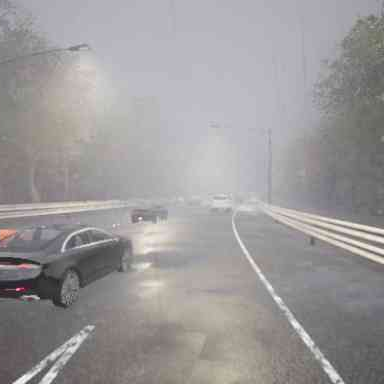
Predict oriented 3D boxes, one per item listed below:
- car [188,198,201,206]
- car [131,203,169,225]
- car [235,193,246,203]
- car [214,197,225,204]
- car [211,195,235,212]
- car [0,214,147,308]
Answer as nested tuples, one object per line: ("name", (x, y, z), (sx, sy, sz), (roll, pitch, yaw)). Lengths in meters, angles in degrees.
("car", (0.489, 1.812, 61.710), (1.994, 1.385, 4.181), (0, 0, 11))
("car", (-3.115, 1.609, 25.504), (1.837, 1.490, 4.892), (0, 0, 11))
("car", (11.271, 1.607, 80.085), (2.150, 2.045, 5.566), (0, 0, 11))
("car", (5.874, 1.794, 70.863), (1.882, 1.535, 5.008), (0, 0, 11))
("car", (3.826, 1.434, 42.523), (2.150, 2.045, 5.566), (0, 0, 11))
("car", (-3.003, 1.521, 8.085), (2.128, 1.511, 4.902), (0, 0, 11))
